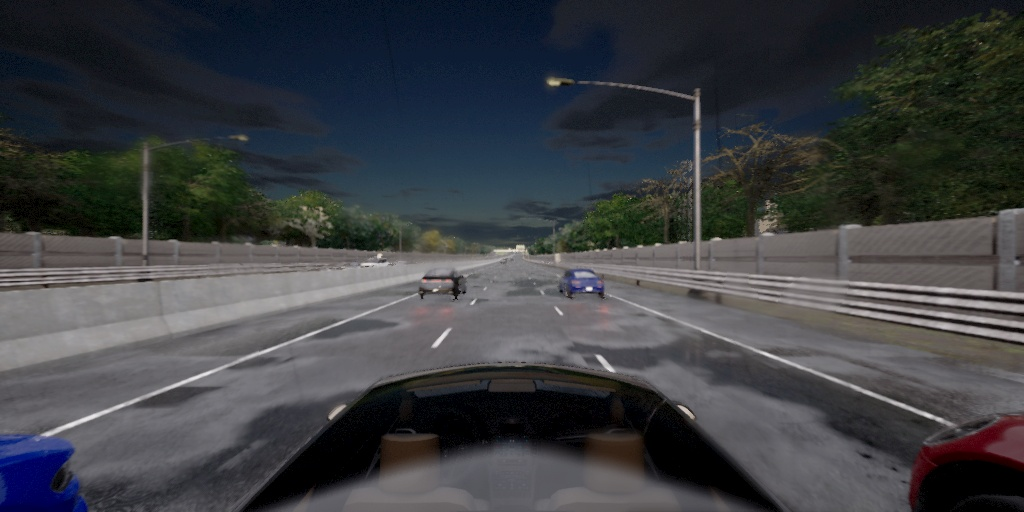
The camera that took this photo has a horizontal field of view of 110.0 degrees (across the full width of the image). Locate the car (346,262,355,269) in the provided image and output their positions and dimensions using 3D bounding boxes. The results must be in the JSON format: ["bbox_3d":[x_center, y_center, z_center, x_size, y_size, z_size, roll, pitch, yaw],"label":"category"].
[{"bbox_3d":[-21.030,1.556,49.207,2.128,1.511,4.902,0,0,1],"label":"car"}]

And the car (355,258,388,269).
[{"bbox_3d":[-17.548,1.260,45.982,2.150,2.045,5.566,0,0,1],"label":"car"}]

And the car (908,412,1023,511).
[{"bbox_3d":[3.601,1.094,0.378,2.097,1.767,4.553,0,0,0],"label":"car"}]

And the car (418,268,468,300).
[{"bbox_3d":[-3.396,1.340,18.306,2.128,1.511,4.902,0,0,0],"label":"car"}]

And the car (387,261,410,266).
[{"bbox_3d":[-14.050,1.565,46.053,1.812,1.442,4.674,0,0,0],"label":"car"}]

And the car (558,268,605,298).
[{"bbox_3d":[3.605,1.379,19.031,1.812,1.442,4.674,0,0,0],"label":"car"}]
